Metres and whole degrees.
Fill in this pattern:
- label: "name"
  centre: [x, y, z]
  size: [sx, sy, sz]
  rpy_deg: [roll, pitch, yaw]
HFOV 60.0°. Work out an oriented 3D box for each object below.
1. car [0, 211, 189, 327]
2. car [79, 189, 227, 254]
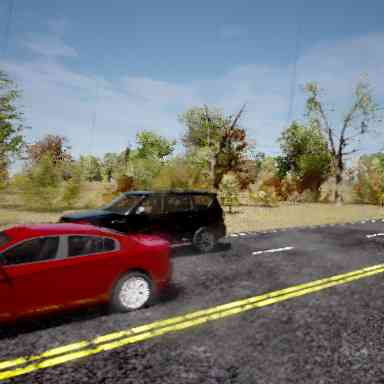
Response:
- label: "car"
  centre: [-2.701, 1.301, 5.717]
  size: [5.008, 1.535, 1.882]
  rpy_deg: [0, 2, -35]
- label: "car"
  centre: [-1.399, 0.949, 10.618]
  size: [5.566, 2.045, 2.150]
  rpy_deg: [0, 2, -35]
